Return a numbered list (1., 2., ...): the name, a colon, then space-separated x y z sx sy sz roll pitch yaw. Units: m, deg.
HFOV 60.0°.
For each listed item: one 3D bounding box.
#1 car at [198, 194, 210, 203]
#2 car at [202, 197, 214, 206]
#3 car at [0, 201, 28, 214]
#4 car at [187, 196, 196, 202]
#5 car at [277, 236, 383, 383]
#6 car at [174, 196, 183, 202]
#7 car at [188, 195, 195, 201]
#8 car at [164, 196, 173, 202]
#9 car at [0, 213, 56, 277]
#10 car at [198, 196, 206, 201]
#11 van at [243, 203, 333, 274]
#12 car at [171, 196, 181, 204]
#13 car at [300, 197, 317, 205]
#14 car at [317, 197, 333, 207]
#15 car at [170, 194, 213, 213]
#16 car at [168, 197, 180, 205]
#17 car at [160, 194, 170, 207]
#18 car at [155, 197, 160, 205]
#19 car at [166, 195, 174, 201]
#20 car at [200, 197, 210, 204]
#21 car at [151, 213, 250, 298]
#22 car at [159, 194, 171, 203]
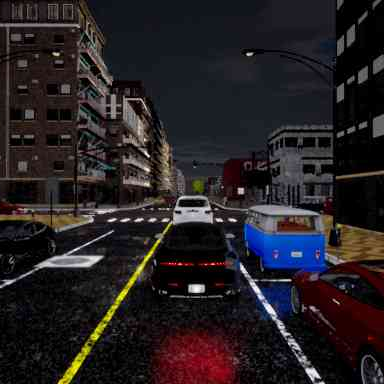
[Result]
1. car: 2.550 1.376 71.651 2.192 1.841 5.009 0 0 0
2. car: 2.582 1.562 55.203 1.752 1.417 4.829 0 0 0
3. car: -17.528 1.535 31.018 4.206 1.307 1.802 0 0 0
4. car: -0.163 1.618 81.524 2.033 1.411 5.357 0 0 0
5. car: 2.651 1.582 4.557 1.802 1.307 4.206 0 0 0
6. car: -3.157 1.624 78.117 1.994 1.385 4.181 0 0 0
7. car: -0.184 1.640 91.839 2.033 1.411 5.357 0 0 0
8. car: -5.854 1.631 82.712 2.008 1.369 4.403 0 0 0
9. car: -5.708 1.567 10.255 1.947 1.339 4.313 0 0 0
10. car: 2.516 1.643 88.268 2.008 1.369 4.403 0 0 0
11. van: 2.640 1.343 10.247 1.690 1.788 3.998 0 0 0
12. car: -3.151 1.580 68.101 1.812 1.442 4.674 0 0 0
13. car: 13.367 1.559 36.942 4.902 1.511 2.128 0 0 0
14. car: 14.860 1.359 31.163 5.009 1.841 2.192 0 0 0
15. car: 0.051 1.230 20.261 2.150 2.045 5.566 0 0 0
16. car: -3.194 1.643 59.045 1.895 1.301 4.718 0 0 0
17. car: -3.200 1.382 50.102 2.097 1.767 4.553 0 0 0
18. car: -5.809 1.569 60.385 1.752 1.417 4.829 0 0 0
19. car: -5.864 1.617 88.081 1.752 1.417 4.829 0 0 0
20. car: 2.560 1.634 66.112 1.802 1.307 4.206 0 0 0
21. car: 0.080 1.506 8.480 1.837 1.490 4.892 0 0 0
22. car: -5.831 1.375 71.634 2.192 1.841 5.009 0 0 0
